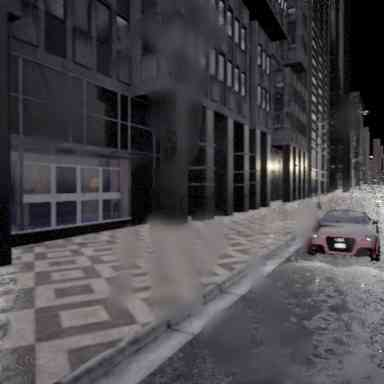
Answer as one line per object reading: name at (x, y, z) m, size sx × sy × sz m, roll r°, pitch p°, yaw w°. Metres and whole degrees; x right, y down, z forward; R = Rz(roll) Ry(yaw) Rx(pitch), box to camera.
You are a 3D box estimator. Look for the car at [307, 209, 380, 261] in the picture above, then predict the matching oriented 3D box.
car at (5.175, 1.291, 11.183) m, size 1.994 × 1.385 × 4.181 m, roll 0°, pitch 2°, yaw 29°
